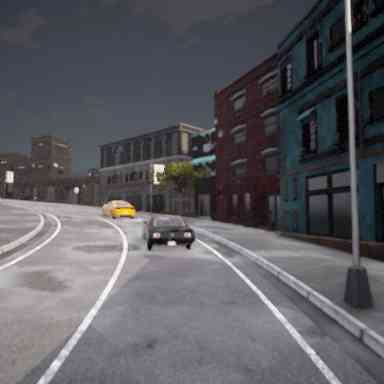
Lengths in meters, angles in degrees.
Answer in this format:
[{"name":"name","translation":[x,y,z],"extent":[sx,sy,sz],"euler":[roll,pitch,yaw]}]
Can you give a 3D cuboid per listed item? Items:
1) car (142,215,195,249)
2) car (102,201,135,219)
[{"name":"car","translation":[-1.217,1.702,15.038],"extent":[1.895,1.301,4.718],"euler":[1,0,-12]},{"name":"car","translation":[-6.686,1.513,29.889],"extent":[1.882,1.535,5.008],"euler":[2,0,-29]}]
